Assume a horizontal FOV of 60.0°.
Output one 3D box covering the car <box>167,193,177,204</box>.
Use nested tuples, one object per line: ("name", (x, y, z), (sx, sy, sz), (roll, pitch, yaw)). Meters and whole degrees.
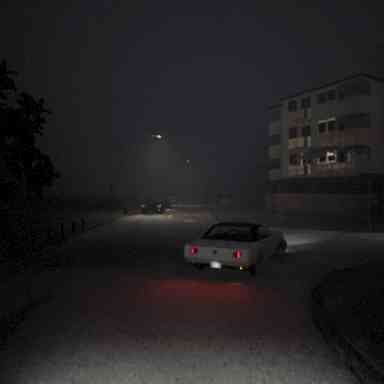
("car", (-4.001, 1.300, 64.602), (2.150, 2.045, 5.566), (0, 0, 0))

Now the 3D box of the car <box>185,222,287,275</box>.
("car", (1.636, 1.614, 10.661), (1.895, 1.301, 4.718), (0, 0, 27))

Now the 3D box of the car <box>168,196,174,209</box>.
("car", (-4.074, 1.605, 46.971), (2.033, 1.411, 5.357), (0, 0, 0))

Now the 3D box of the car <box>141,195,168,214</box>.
("car", (-4.088, 1.396, 35.501), (2.097, 1.767, 4.553), (0, 0, 0))
